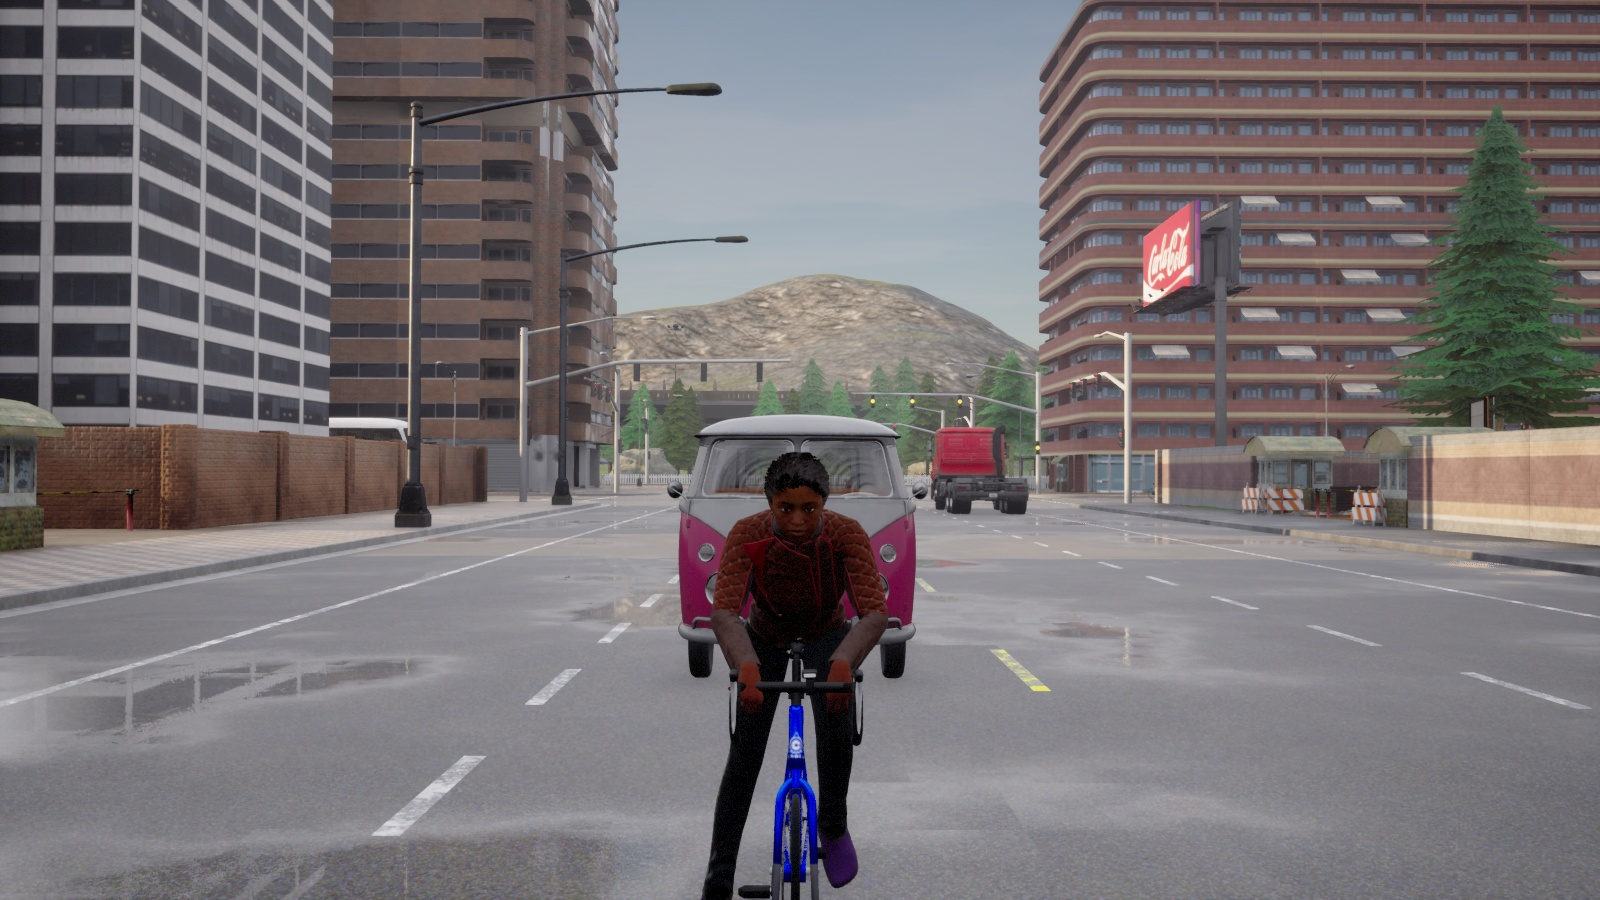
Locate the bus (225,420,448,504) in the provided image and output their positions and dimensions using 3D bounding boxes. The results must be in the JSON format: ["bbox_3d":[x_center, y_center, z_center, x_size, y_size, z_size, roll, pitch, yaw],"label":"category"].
[{"bbox_3d":[-24.146,0.639,65.914,10.273,4.253,3.944,0,-1,0],"label":"bus"}]

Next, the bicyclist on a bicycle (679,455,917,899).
[{"bbox_3d":[-0.005,0.833,3.919,0.582,1.620,1.656,0,-1,0],"label":"bicyclist on a bicycle"}]

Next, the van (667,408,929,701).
[{"bbox_3d":[-0.015,0.748,10.772,1.775,1.987,4.442,0,-1,0],"label":"van"}]

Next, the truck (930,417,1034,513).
[{"bbox_3d":[6.929,0.623,49.005,2.891,3.462,7.936,0,-1,0],"label":"truck"}]
